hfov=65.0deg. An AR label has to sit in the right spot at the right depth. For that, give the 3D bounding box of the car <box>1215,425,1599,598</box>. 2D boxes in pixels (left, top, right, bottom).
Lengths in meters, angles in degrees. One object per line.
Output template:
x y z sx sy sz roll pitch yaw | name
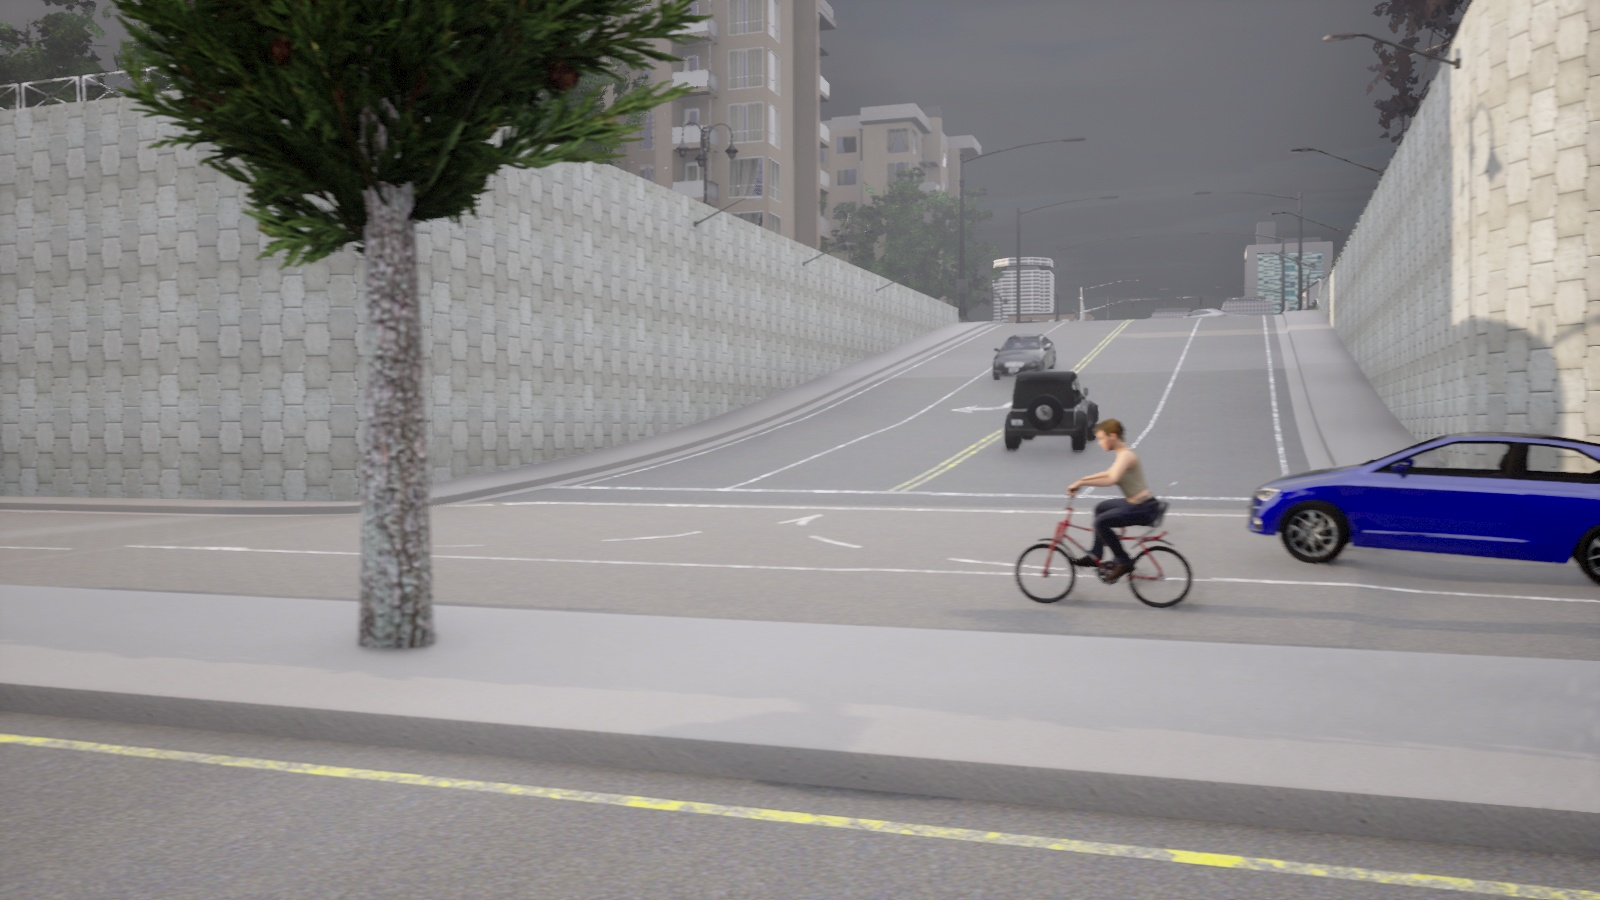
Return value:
6.870 0.578 13.567 4.193 1.474 1.816 4 3 29 | car

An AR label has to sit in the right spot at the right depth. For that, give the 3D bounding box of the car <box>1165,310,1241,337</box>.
26.501 -8.327 82.757 1.812 1.442 4.674 -2 2 -32 | car

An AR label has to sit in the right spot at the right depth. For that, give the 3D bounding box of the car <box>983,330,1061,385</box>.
8.514 -3.561 47.799 2.128 1.511 4.902 1 11 20 | car

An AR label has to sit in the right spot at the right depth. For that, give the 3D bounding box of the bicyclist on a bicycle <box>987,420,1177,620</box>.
2.436 0.556 10.802 1.509 1.612 0.866 0 2 19 | bicyclist on a bicycle

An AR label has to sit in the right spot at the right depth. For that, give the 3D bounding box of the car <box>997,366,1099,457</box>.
6.180 -1.022 31.028 1.905 1.878 3.866 1 7 20 | car
